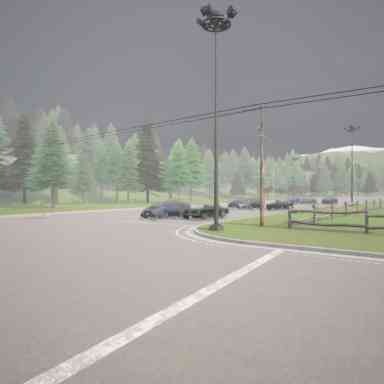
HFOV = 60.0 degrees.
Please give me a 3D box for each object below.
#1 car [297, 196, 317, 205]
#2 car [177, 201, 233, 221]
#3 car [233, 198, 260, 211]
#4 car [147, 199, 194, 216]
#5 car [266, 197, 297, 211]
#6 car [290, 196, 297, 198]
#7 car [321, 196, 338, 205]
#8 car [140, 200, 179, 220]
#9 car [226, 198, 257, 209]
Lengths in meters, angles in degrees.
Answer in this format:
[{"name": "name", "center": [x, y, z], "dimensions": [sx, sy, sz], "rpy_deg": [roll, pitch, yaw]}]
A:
[{"name": "car", "center": [21.184, 1.525, 60.282], "dimensions": [1.812, 1.442, 4.674], "rpy_deg": [0, 0, 37]}, {"name": "car", "center": [1.132, 1.601, 27.142], "dimensions": [1.895, 1.301, 4.718], "rpy_deg": [0, 0, 35]}, {"name": "car", "center": [7.281, 1.491, 41.555], "dimensions": [2.128, 1.511, 4.902], "rpy_deg": [0, 0, 36]}, {"name": "car", "center": [-2.130, 1.547, 34.646], "dimensions": [2.033, 1.411, 5.357], "rpy_deg": [0, 0, 36]}, {"name": "car", "center": [10.568, 1.601, 40.116], "dimensions": [1.895, 1.301, 4.718], "rpy_deg": [0, 0, 36]}, {"name": "car", "center": [19.423, 1.479, 63.769], "dimensions": [1.882, 1.535, 5.008], "rpy_deg": [0, 0, 37]}, {"name": "car", "center": [24.269, 1.478, 58.565], "dimensions": [1.882, 1.535, 5.008], "rpy_deg": [0, 0, 37]}, {"name": "car", "center": [-2.414, 1.564, 28.140], "dimensions": [1.994, 1.385, 4.181], "rpy_deg": [0, 0, 34]}, {"name": "car", "center": [7.107, 1.547, 47.217], "dimensions": [2.033, 1.411, 5.357], "rpy_deg": [0, 0, 36]}]
